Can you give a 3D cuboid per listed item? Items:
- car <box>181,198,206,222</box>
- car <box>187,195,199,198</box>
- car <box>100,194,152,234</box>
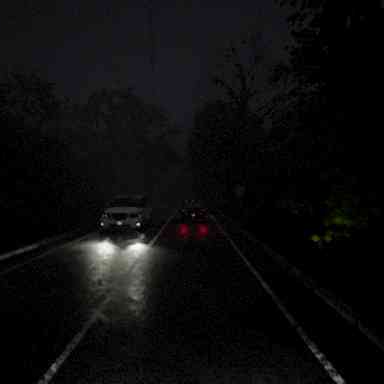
[{"bbox_3d":[0.097,1.447,25.752,1.812,1.442,4.674,0,0,0],"label":"car"},{"bbox_3d":[0.095,1.160,42.174,2.097,1.767,4.553,0,0,0],"label":"car"},{"bbox_3d":[-3.600,1.175,19.270,2.150,2.045,5.566,0,0,0],"label":"car"}]
